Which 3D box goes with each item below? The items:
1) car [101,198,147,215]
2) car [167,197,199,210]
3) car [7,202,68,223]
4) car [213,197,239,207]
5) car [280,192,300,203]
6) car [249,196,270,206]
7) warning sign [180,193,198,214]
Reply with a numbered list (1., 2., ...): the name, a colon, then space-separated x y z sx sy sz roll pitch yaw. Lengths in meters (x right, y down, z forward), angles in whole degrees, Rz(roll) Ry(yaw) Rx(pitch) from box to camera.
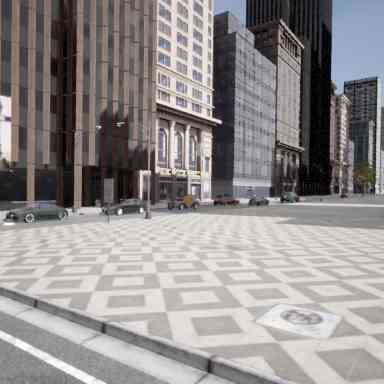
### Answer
1. car: -6.448 1.377 31.996 1.837 1.490 4.892 1 1 35
2. car: -1.002 1.340 39.689 1.837 1.490 4.892 1 1 35
3. car: -11.459 1.470 24.919 1.994 1.385 4.181 1 1 35
4. car: 4.955 1.395 48.044 1.895 1.301 4.718 1 1 36
5. car: 17.929 0.991 60.891 2.150 2.045 5.566 1 1 34
6. car: 10.058 1.355 49.770 1.812 1.442 4.674 1 1 35
7. warning sign: -0.255 1.077 30.676 1.300 1.860 1.060 1 1 35
